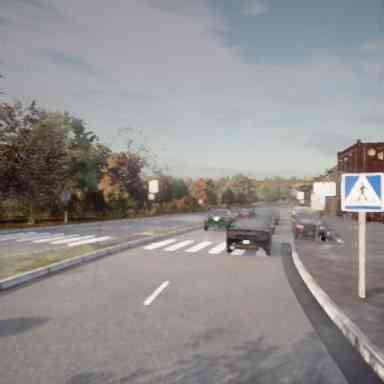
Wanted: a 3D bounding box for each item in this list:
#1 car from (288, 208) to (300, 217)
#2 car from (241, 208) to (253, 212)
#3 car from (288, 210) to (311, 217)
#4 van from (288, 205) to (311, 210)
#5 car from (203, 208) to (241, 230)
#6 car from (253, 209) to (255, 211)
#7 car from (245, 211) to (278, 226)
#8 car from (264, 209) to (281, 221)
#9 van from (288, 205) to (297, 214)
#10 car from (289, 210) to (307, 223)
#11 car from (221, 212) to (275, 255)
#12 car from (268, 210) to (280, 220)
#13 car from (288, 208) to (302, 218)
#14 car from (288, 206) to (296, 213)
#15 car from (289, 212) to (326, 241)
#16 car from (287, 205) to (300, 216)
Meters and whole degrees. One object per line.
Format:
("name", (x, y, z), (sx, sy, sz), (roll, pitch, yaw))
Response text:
("car", (19.671, 3.848, 64.225), (2.097, 1.535, 5.008), (1, -2, 16))
("car", (5.137, 2.521, 36.669), (2.097, 1.767, 4.553), (1, -2, 16))
("car", (9.061, 2.487, 26.964), (2.163, 1.488, 4.792), (1, -2, 16))
("van", (10.602, 2.433, 32.365), (1.878, 1.987, 4.442), (1, -2, 16))
("car", (2.435, 2.168, 27.172), (2.097, 1.767, 4.553), (1, -2, 16))
("car", (8.291, 3.091, 47.801), (1.837, 1.490, 4.892), (1, -1, 16))
("car", (5.383, 2.413, 25.803), (1.994, 1.385, 4.181), (1, -2, 16))
("car", (11.180, 3.156, 46.124), (2.033, 1.411, 5.357), (1, -2, 16))
("van", (24.247, 4.221, 80.280), (1.878, 1.987, 4.442), (1, -2, 16))
("car", (13.587, 3.091, 42.864), (2.002, 1.452, 4.674), (1, -2, 16))
("car", (2.814, 1.960, 15.849), (1.882, 1.535, 5.008), (1, -2, 14))
("car", (8.172, 2.779, 35.584), (1.994, 1.385, 4.181), (1, -2, 16))
("car", (18.159, 3.651, 58.913), (2.231, 1.521, 4.892), (1, -2, 16))
("car", (27.228, 4.712, 90.755), (2.185, 1.767, 4.553), (1, -2, 16))
("car", (7.572, 2.301, 21.676), (2.002, 1.452, 4.674), (3, -1, 16))
("car", (21.164, 3.792, 69.455), (2.435, 2.045, 5.566), (1, -2, 16))
